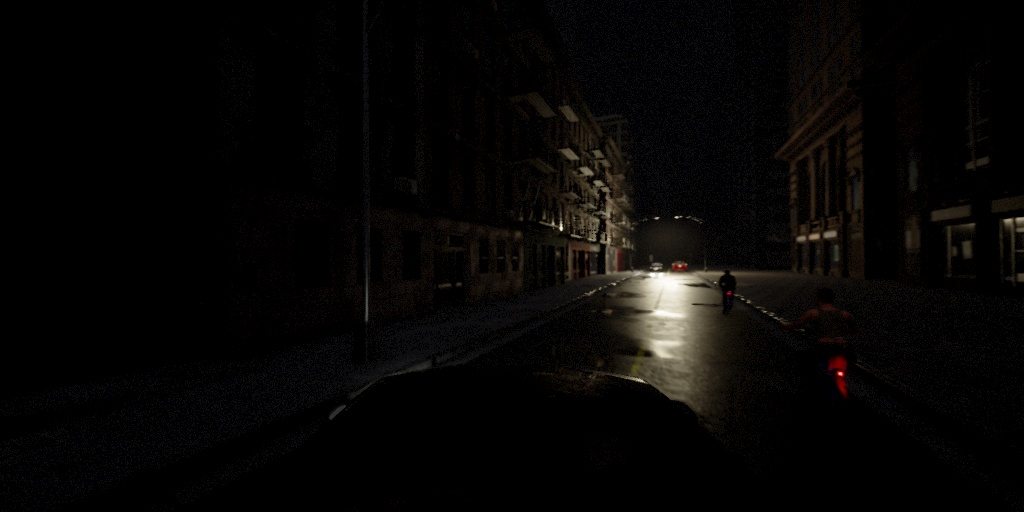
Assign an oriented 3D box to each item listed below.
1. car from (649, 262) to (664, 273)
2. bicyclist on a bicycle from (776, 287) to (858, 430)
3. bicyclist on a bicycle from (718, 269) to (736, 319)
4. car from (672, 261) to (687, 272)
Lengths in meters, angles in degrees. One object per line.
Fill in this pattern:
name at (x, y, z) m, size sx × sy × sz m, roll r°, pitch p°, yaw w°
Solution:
car at (21.753, 1.727, 53.904) m, size 2.128 × 1.511 × 4.902 m, roll -1°, pitch -1°, yaw 24°
bicyclist on a bicycle at (3.975, 1.194, 4.598) m, size 0.866 × 1.612 × 1.509 m, roll -1°, pitch -1°, yaw 24°
bicyclist on a bicycle at (7.324, 1.271, 12.164) m, size 0.582 × 1.620 × 1.656 m, roll -1°, pitch -1°, yaw 24°
car at (26.309, 1.596, 56.322) m, size 2.097 × 1.767 × 4.553 m, roll -1°, pitch -1°, yaw 24°
